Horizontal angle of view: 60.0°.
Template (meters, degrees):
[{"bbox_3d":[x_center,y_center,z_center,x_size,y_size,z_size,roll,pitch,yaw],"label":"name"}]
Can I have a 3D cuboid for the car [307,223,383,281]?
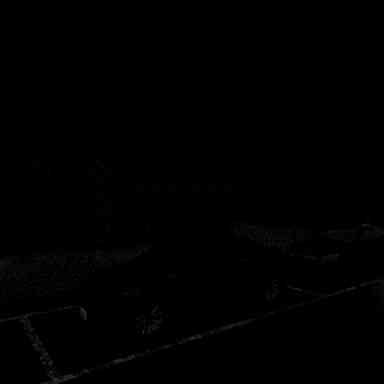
[{"bbox_3d":[4.526,1.582,9.752,4.206,1.307,1.802,0,0,-35],"label":"car"}]

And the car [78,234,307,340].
[{"bbox_3d":[0.043,1.566,6.563,4.313,1.339,1.947,0,0,-35],"label":"car"}]
